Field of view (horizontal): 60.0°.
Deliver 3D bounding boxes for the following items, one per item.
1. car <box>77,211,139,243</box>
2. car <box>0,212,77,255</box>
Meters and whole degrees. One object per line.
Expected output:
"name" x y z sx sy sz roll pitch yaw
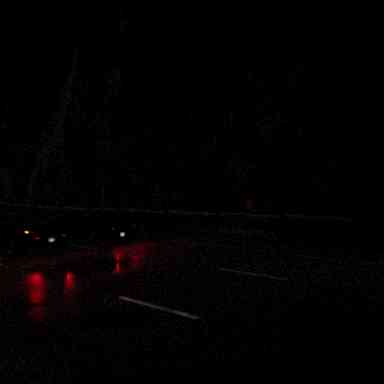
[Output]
"car" -4.887 1.575 16.059 4.718 1.301 1.895 0 0 36
"car" -6.858 1.500 13.165 4.674 1.442 1.812 0 0 36
